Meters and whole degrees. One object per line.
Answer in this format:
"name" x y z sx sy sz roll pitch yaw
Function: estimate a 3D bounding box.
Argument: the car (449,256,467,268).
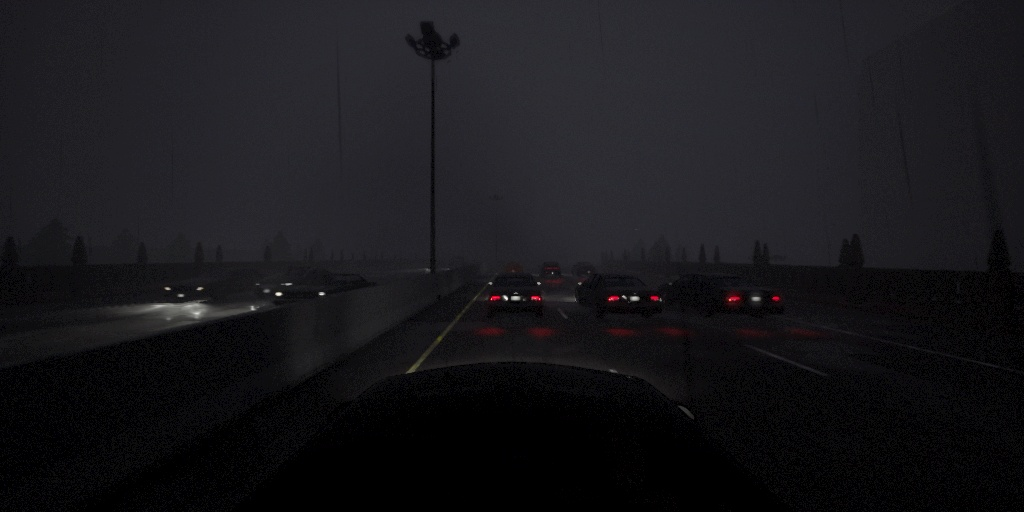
"car" -8.927 0.983 60.050 2.150 2.045 5.566 0 0 10

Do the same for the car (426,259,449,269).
"car" -12.623 1.252 59.108 2.128 1.511 4.902 0 0 9

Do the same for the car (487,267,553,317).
"car" 0.105 1.300 13.141 2.033 1.411 5.357 0 0 0

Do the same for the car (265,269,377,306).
"car" -7.096 1.354 14.158 1.895 1.301 4.718 0 0 0

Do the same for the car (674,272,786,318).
"car" 7.104 1.299 12.944 2.033 1.411 5.357 0 0 0

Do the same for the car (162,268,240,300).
"car" -14.095 1.301 17.921 2.033 1.411 5.357 0 0 0

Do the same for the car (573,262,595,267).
"car" 7.099 1.282 35.444 1.812 1.442 4.674 0 0 0

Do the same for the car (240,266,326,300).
"car" -10.592 1.245 17.942 2.128 1.511 4.902 0 0 0

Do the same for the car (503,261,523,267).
"car" 0.111 1.234 36.024 1.882 1.535 5.008 0 0 0

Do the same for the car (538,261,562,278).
"car" 3.611 1.261 34.376 1.837 1.490 4.892 0 0 0

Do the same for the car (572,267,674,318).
"car" 3.604 1.299 13.035 2.033 1.411 5.357 0 0 0

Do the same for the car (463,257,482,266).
"car" -5.851 1.324 57.028 1.994 1.385 4.181 0 0 9
